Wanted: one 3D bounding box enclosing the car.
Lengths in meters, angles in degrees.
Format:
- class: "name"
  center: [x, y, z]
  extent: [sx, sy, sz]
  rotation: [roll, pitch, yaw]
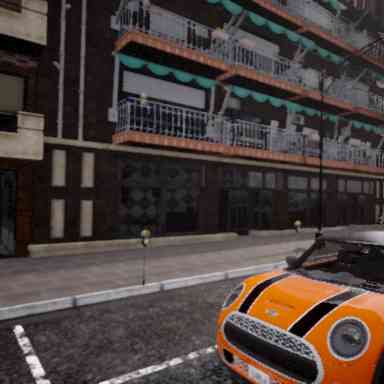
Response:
- class: "car"
  center: [2.555, 1.419, 4.895]
  extent: [4.553, 1.767, 2.097]
  rotation: [1, -1, -35]
